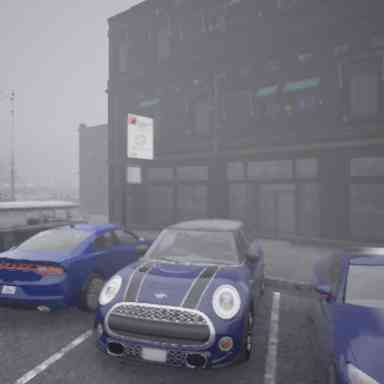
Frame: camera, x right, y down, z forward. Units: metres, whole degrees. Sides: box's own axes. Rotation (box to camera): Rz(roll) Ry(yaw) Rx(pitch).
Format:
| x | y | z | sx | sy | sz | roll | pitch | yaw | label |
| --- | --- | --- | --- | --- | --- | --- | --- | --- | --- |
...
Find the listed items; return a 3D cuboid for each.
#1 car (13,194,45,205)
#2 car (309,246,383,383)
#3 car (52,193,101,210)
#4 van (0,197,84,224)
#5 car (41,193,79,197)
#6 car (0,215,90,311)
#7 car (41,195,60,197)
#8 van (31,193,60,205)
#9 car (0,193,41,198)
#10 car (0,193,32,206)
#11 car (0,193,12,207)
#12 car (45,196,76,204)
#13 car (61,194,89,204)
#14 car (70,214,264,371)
| x | y | z | sx | sy | sz | roll | pitch | yaw | label |
| --- | --- | --- | --- | --- | --- | --- | --- | --- | --- |
| -27.387 | 1.313 | 55.932 | 4.553 | 1.767 | 2.185 | -1 | -1 | 14 | car |
| 2.585 | 1.525 | 4.320 | 2.002 | 1.452 | 4.674 | 1 | -1 | 16 | car |
| -15.152 | 1.201 | 43.739 | 5.566 | 2.045 | 2.435 | 1 | 1 | 14 | car |
| -4.723 | 1.249 | 9.671 | 1.878 | 1.987 | 4.442 | 0 | -1 | 15 | van |
| -16.808 | 1.200 | 41.286 | 5.566 | 2.045 | 2.435 | 1 | 1 | 14 | car |
| -2.312 | 1.477 | 7.806 | 2.097 | 1.535 | 5.008 | 0 | -1 | 16 | car |
| -18.463 | 1.479 | 38.823 | 4.792 | 1.488 | 2.163 | 1 | 1 | 14 | car |
| -25.783 | 1.215 | 58.448 | 4.442 | 1.987 | 1.878 | -1 | 0 | 14 | van |
| -20.059 | 1.198 | 36.381 | 5.566 | 2.045 | 2.435 | 1 | 0 | 14 | car |
| -29.020 | 1.185 | 53.417 | 5.566 | 2.045 | 2.435 | -1 | -1 | 14 | car |
| -30.765 | 1.184 | 50.902 | 5.566 | 2.045 | 2.435 | -1 | 0 | 14 | car |
| -23.982 | 1.442 | 60.934 | 4.892 | 1.521 | 2.231 | -1 | -1 | 14 | car |
| -22.257 | 1.316 | 63.414 | 4.553 | 1.767 | 2.185 | -1 | 0 | 14 | car |
| 0.156 | 1.356 | 6.096 | 2.185 | 1.767 | 4.553 | 1 | -1 | 15 | car |
